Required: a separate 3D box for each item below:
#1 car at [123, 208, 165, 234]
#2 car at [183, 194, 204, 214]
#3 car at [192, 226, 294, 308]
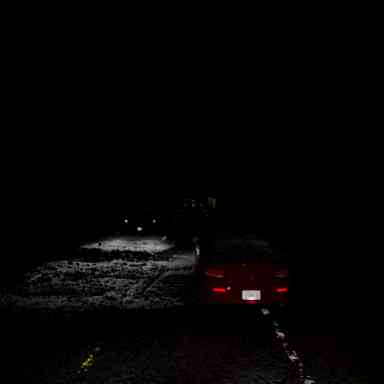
[{"bbox_3d":[-2.704,1.600,19.460,1.895,1.301,4.718,0,0,0],"label":"car"},{"bbox_3d":[0.157,1.348,34.948,2.097,1.767,4.553,0,0,0],"label":"car"},{"bbox_3d":[0.979,1.526,7.764,1.812,1.442,4.674,0,0,0],"label":"car"}]
